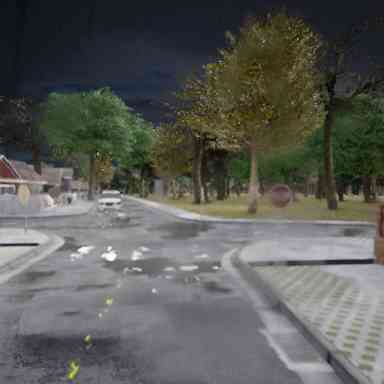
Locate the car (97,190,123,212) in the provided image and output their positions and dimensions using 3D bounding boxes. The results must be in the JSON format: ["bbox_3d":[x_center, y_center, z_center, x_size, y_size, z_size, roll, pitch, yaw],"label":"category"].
[{"bbox_3d":[-8.044,0.929,32.813,2.150,2.045,5.566,0,2,-13],"label":"car"}]

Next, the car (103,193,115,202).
[{"bbox_3d":[-14.077,0.916,56.402,1.812,1.442,4.674,0,0,-14],"label":"car"}]
